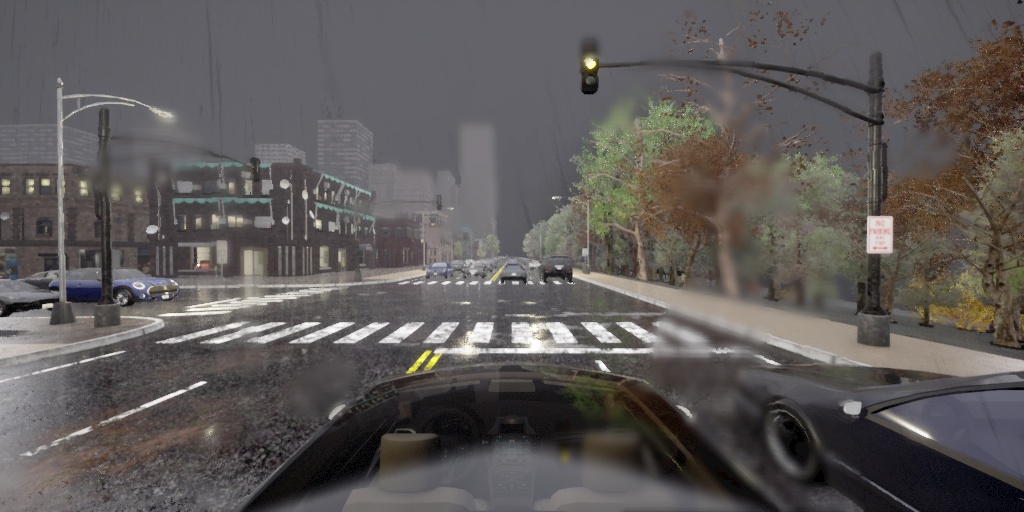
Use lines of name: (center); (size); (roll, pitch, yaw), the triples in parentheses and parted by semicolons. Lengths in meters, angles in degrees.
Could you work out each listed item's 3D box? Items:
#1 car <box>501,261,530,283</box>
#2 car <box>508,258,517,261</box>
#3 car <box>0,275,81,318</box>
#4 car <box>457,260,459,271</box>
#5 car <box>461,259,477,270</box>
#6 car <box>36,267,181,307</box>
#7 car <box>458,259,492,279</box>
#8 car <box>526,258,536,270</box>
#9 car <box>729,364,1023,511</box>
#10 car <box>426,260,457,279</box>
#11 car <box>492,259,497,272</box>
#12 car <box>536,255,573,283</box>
car: (0.137, 1.304, 28.186); (1.994, 1.385, 4.181); (0, 0, 0)
car: (0.083, 1.269, 63.701); (2.033, 1.411, 5.357); (0, 0, 0)
car: (-19.930, 1.564, 13.725); (4.313, 1.339, 1.948); (0, 0, 0)
car: (-6.533, 1.237, 43.345); (1.837, 1.490, 4.892); (0, 0, 0)
car: (-6.504, 1.252, 54.327); (1.812, 1.442, 4.674); (0, 0, 1)
car: (-18.015, 1.301, 16.372); (4.553, 1.767, 2.097); (-1, 1, 2)
car: (-3.300, 1.229, 33.009); (2.128, 1.511, 4.902); (0, 0, 0)
car: (3.419, 1.328, 51.998); (1.895, 1.301, 4.718); (0, 0, 0)
car: (3.350, 1.297, 1.544); (2.033, 1.411, 5.357); (0, 0, 0)
car: (-6.552, 1.263, 33.022); (1.812, 1.442, 4.674); (0, 0, 0)
car: (-3.283, 1.222, 43.672); (2.128, 1.511, 4.902); (0, 0, 0)
car: (3.387, 0.961, 28.321); (2.150, 2.045, 5.566); (0, 0, 0)
